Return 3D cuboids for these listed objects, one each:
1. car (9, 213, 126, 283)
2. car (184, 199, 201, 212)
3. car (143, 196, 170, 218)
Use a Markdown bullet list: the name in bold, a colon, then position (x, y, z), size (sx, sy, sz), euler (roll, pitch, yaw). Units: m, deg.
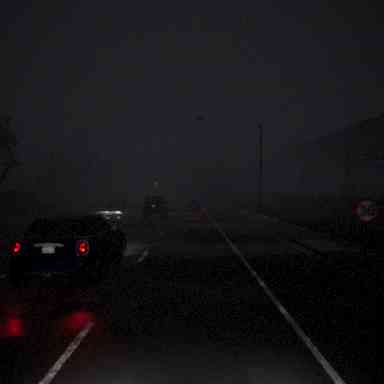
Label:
- **car**: position (-3.402, 1.415, 10.003), size (2.097, 1.767, 4.553), euler (0, 0, 0)
- **car**: position (0.100, 1.612, 41.515), size (2.128, 1.511, 4.902), euler (0, 0, 0)
- **car**: position (-3.400, 1.365, 32.098), size (2.150, 2.045, 5.566), euler (0, 0, 0)
